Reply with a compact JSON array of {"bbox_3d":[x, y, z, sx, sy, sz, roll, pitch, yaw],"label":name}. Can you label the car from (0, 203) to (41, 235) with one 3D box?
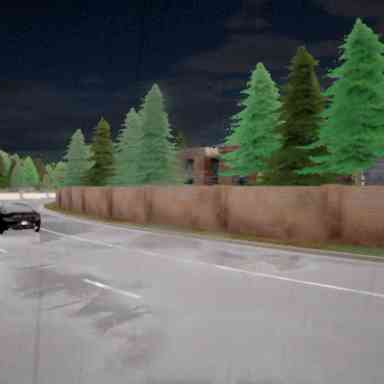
[{"bbox_3d":[-9.876,1.341,18.194,1.882,1.535,5.008,0,0,-42],"label":"car"}]
